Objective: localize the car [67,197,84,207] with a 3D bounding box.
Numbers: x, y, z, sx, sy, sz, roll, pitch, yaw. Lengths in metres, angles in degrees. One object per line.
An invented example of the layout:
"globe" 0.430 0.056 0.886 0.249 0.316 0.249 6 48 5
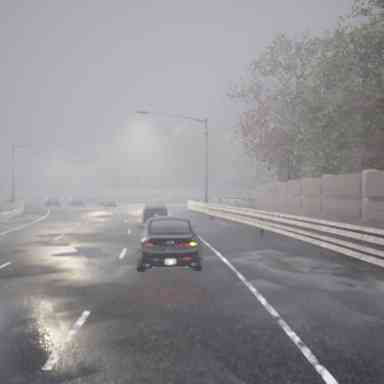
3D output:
"car" -19.642 1.580 56.050 2.097 1.767 4.553 0 0 -30

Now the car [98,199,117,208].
"car" -13.324 1.752 52.170 2.033 1.411 5.357 0 0 -28

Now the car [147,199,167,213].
"car" -4.179 1.675 40.168 1.812 1.442 4.674 0 0 1

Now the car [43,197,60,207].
"car" -23.694 1.585 55.967 2.097 1.767 4.553 0 0 -31

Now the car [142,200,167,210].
"car" -3.049 1.580 27.334 1.882 1.535 5.008 0 0 -9

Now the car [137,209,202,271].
"car" -0.775 1.548 11.058 1.837 1.490 4.892 0 0 -5
